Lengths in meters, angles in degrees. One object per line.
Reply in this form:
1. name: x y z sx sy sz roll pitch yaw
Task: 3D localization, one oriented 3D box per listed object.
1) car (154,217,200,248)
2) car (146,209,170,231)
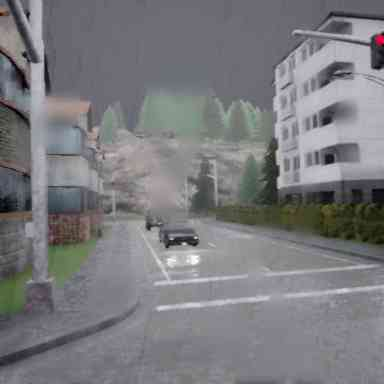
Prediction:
1. car: -0.918 2.475 20.239 2.033 1.411 5.357 -2 -2 -11
2. car: -3.460 2.715 33.375 2.150 2.045 5.566 -2 -2 -10
